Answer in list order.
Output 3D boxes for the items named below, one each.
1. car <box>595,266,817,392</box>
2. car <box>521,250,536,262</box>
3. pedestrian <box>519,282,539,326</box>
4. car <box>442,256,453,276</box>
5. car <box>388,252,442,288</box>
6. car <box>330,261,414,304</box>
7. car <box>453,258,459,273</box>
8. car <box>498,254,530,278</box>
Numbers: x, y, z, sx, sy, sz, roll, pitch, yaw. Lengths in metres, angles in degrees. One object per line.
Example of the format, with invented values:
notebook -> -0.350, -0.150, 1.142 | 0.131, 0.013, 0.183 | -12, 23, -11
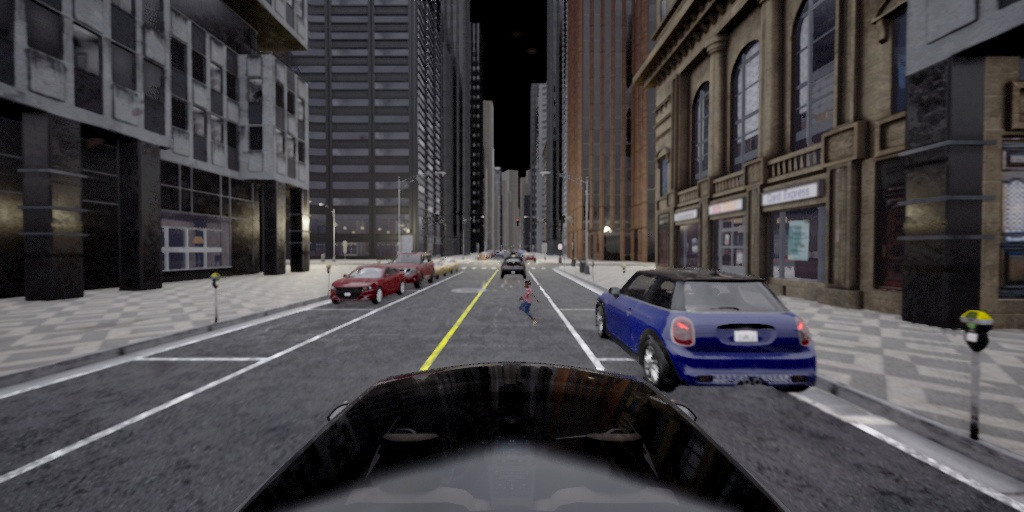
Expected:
car -> 3.011, 1.009, 6.733 | 2.097, 1.767, 4.553 | 0, 1, 0
car -> 2.890, 0.152, 58.329 | 1.967, 1.591, 4.097 | 0, 0, 0
pedestrian -> 0.446, 0.899, 9.546 | 0.375, 1.860, 0.375 | 0, 1, 0
car -> -5.708, 0.826, 25.788 | 1.751, 1.417, 4.829 | 0, 0, 0
car -> -5.721, 0.718, 20.357 | 2.192, 1.841, 5.009 | 0, 0, 0
car -> -5.733, 1.052, 14.756 | 1.888, 1.381, 4.507 | 0, 0, 0
car -> -5.696, 0.723, 31.388 | 1.751, 1.417, 4.829 | 0, 0, 0
car -> 0.111, 0.798, 26.441 | 1.837, 1.490, 4.892 | 0, 1, 1
